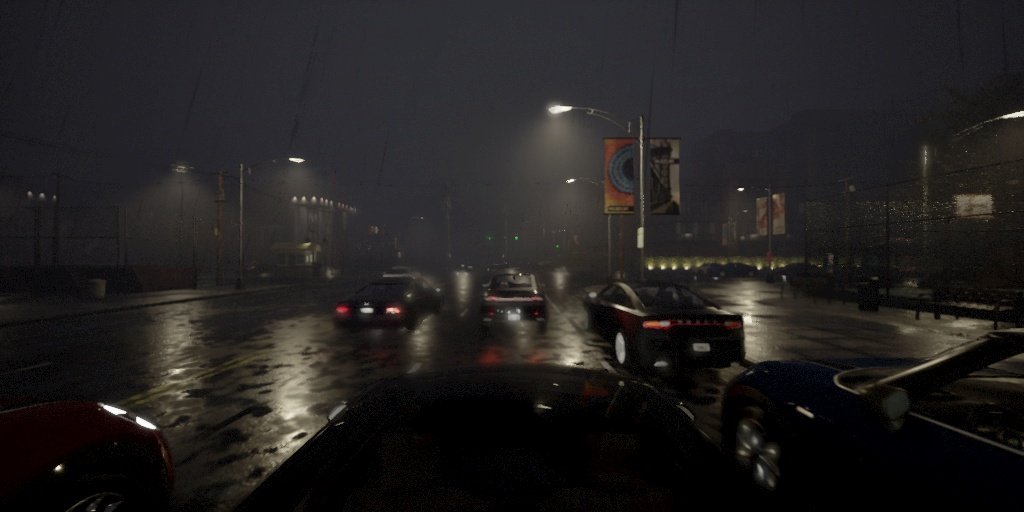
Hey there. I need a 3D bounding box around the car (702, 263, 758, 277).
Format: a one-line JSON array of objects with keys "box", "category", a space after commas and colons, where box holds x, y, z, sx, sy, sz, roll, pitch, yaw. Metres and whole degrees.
[{"box": [23.764, 1.469, 38.713, 5.008, 1.535, 1.882, 0, 0, 0], "category": "car"}]

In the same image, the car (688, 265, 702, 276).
[{"box": [23.259, 1.540, 42.190, 4.674, 1.442, 1.812, 0, 0, -1], "category": "car"}]

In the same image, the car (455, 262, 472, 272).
[{"box": [-6.931, 1.629, 52.286, 2.033, 1.411, 5.357, 0, 0, 2], "category": "car"}]

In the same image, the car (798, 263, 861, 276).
[{"box": [34.736, 1.539, 38.790, 5.357, 1.411, 2.033, 0, 0, 0], "category": "car"}]

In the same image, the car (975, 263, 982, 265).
[{"box": [45.220, 1.493, 31.799, 5.357, 1.411, 2.033, 0, 0, 0], "category": "car"}]

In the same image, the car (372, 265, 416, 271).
[{"box": [-7.092, 1.415, 22.942, 1.812, 1.442, 4.674, 0, 0, 0], "category": "car"}]

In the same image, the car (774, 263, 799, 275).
[{"box": [33.576, 1.540, 42.279, 4.674, 1.442, 1.812, 0, 0, 0], "category": "car"}]

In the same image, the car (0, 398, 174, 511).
[{"box": [-3.403, 1.094, 0.579, 2.097, 1.767, 4.553, 0, 0, 0], "category": "car"}]

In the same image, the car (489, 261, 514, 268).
[{"box": [-1.809, 1.643, 62.978, 2.128, 1.511, 4.902, 0, 0, 15], "category": "car"}]

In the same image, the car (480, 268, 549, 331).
[{"box": [0.071, 1.305, 11.287, 2.128, 1.511, 4.902, 0, 0, 0], "category": "car"}]

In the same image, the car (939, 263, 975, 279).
[{"box": [45.190, 1.460, 35.300, 4.902, 1.511, 2.128, 0, 0, 0], "category": "car"}]

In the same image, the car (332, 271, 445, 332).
[{"box": [-3.430, 1.359, 11.047, 2.033, 1.411, 5.357, 0, 0, 0], "category": "car"}]
